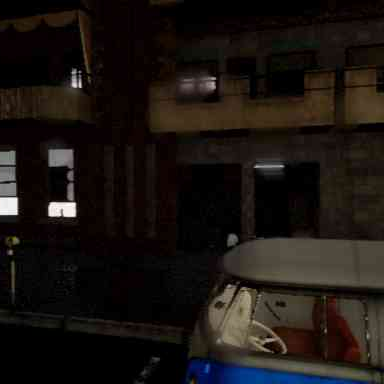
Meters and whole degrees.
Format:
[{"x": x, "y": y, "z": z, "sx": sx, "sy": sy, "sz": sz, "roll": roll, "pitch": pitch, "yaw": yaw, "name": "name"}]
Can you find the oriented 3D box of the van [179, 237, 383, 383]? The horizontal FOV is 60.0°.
[{"x": 1.904, "y": 1.292, "z": 2.408, "sx": 3.998, "sy": 1.788, "sz": 1.690, "roll": 0, "pitch": 1, "yaw": 14, "name": "van"}]
